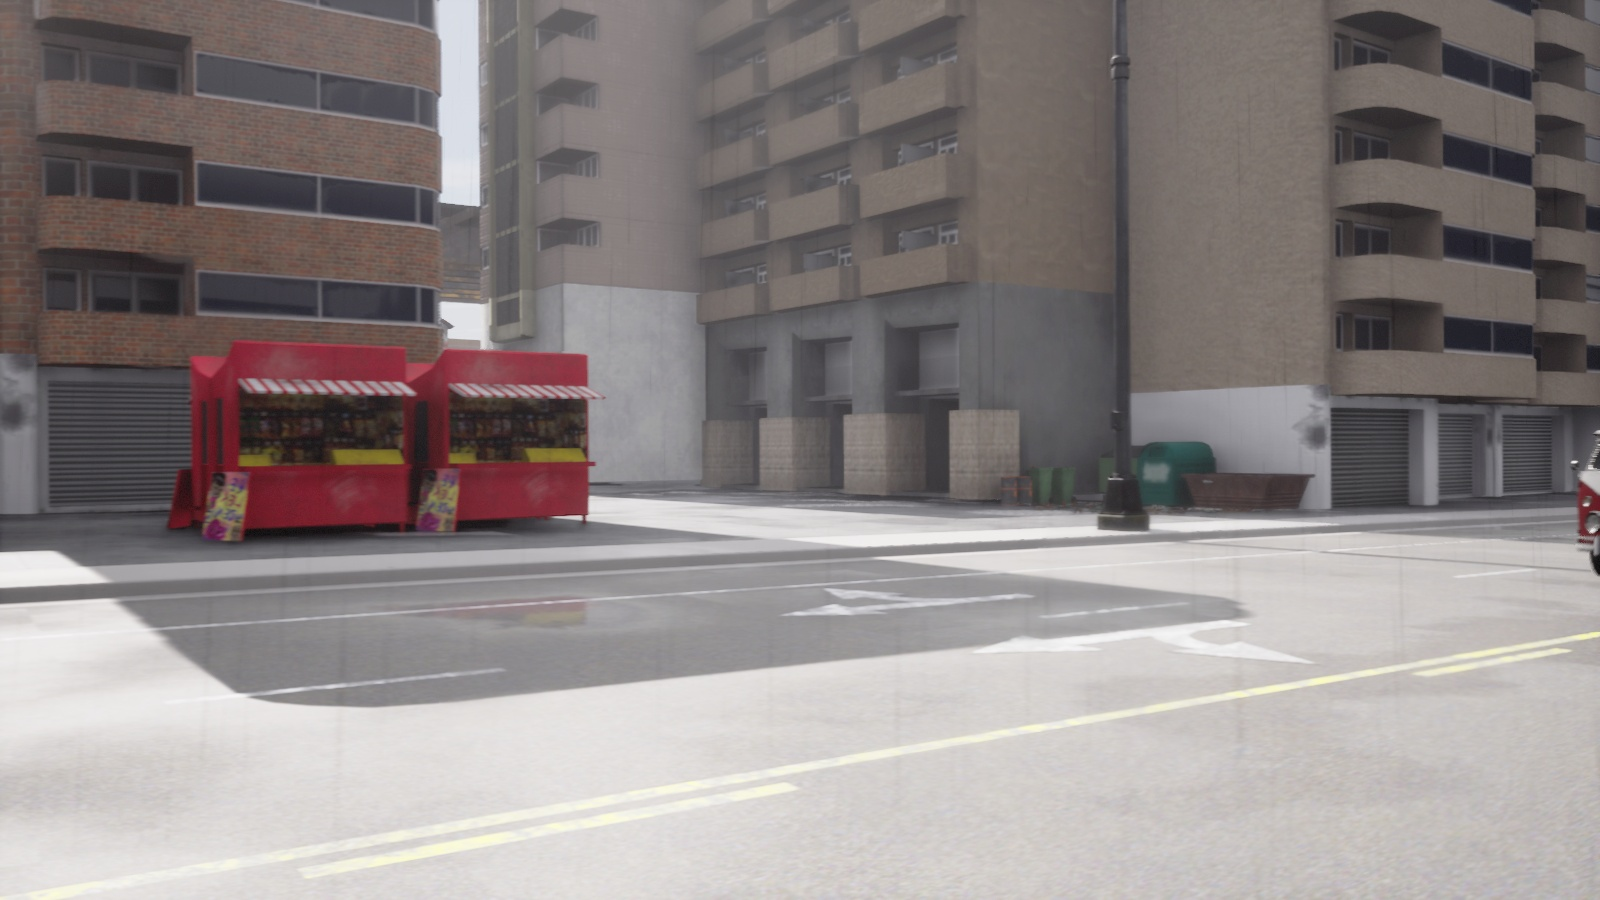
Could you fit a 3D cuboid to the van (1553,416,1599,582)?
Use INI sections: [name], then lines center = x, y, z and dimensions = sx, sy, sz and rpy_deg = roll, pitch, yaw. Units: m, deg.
[van]
center = 11.612, 0.590, 16.006
dimensions = 4.442, 1.987, 1.775
rpy_deg = 0, 0, -35
